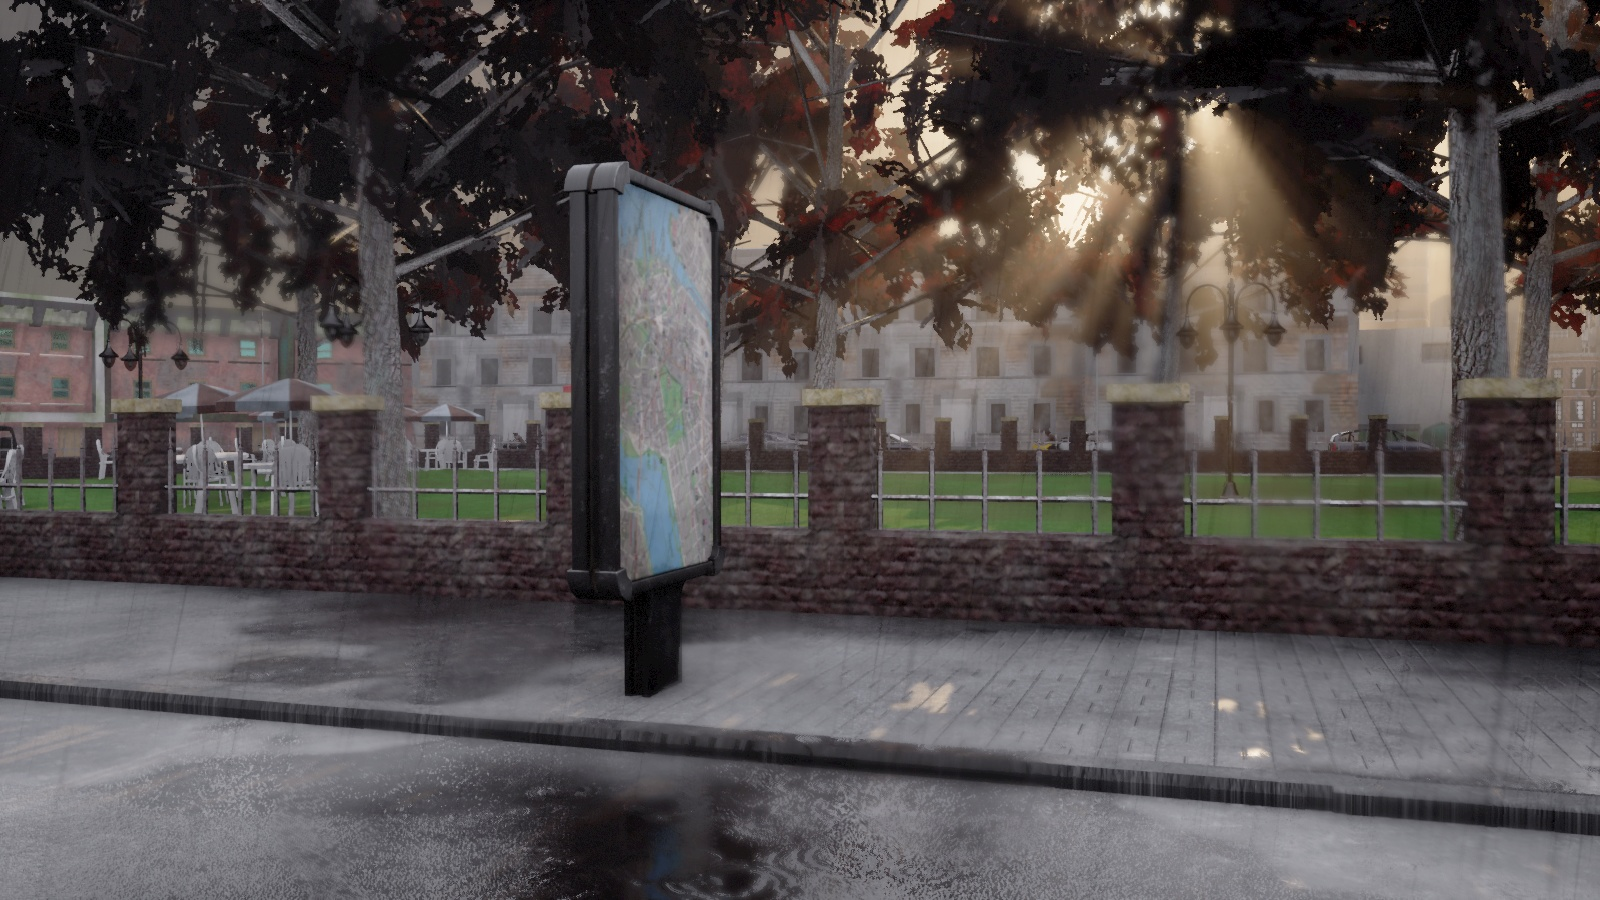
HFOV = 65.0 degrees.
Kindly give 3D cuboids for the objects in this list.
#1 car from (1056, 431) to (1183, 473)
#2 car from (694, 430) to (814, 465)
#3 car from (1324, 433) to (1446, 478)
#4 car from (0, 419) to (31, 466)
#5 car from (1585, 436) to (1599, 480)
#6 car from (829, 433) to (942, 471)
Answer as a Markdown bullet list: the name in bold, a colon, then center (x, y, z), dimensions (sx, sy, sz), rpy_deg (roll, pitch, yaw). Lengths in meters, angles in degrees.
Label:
- **car**: center (12.073, 0.060, 47.409), dimensions (4.514, 1.525, 2.007), rpy_deg (1, 1, 18)
- **car**: center (-2.054, -0.127, 56.310), dimensions (4.902, 1.511, 2.128), rpy_deg (1, 1, 18)
- **car**: center (20.685, 0.169, 44.551), dimensions (3.705, 1.549, 1.789), rpy_deg (0, 1, 18)
- **car**: center (-32.650, -0.289, 49.299), dimensions (1.905, 1.878, 3.866), rpy_deg (1, 1, 19)
- **car**: center (28.829, 0.278, 41.844), dimensions (4.193, 1.474, 1.816), rpy_deg (1, 1, 18)
- **car**: center (3.440, 0.048, 50.274), dimensions (4.193, 1.474, 1.816), rpy_deg (1, 1, 18)
